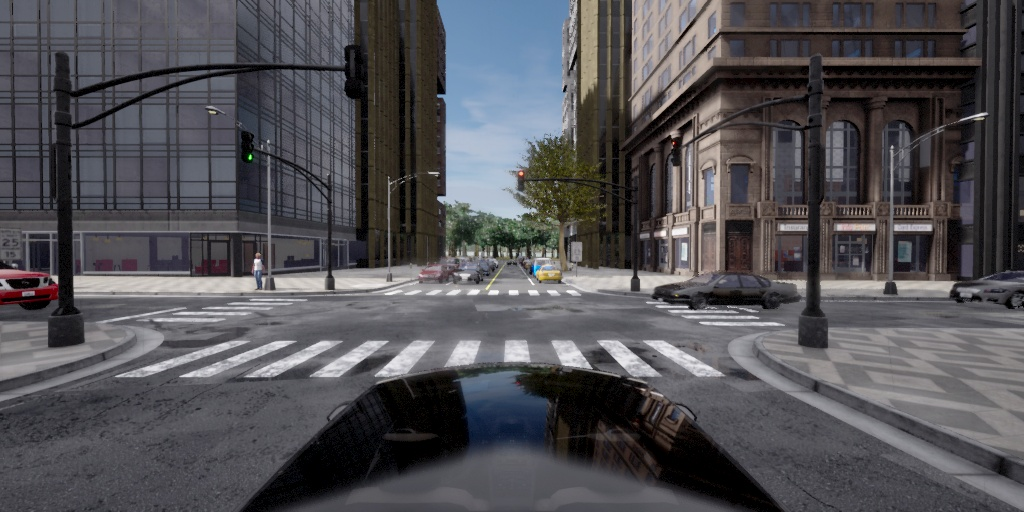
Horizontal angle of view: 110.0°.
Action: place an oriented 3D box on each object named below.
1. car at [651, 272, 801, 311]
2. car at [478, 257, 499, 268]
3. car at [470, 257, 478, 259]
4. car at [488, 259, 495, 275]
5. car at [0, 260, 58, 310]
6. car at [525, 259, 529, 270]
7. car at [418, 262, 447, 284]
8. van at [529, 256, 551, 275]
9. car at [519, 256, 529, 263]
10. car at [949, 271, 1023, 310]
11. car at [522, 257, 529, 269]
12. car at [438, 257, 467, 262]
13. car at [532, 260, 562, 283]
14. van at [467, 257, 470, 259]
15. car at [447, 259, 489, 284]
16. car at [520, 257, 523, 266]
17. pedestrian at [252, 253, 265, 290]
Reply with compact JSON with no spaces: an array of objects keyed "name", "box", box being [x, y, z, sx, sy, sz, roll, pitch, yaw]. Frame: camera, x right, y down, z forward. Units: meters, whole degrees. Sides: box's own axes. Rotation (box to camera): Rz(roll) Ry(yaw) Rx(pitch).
[{"name":"car","box":[8.526,1.353,14.410,5.357,1.411,2.033,0,1,-6]},{"name":"car","box":[-3.138,1.182,46.441,2.128,1.511,4.902,0,0,0]},{"name":"car","box":[-5.812,1.010,44.036,2.192,1.841,5.009,0,0,0]},{"name":"car","box":[-3.133,1.260,36.329,2.033,1.411,5.357,0,0,0]},{"name":"car","box":[-18.386,0.841,11.560,5.566,2.045,2.150,1,1,0]},{"name":"car","box":[2.720,1.274,38.374,1.948,1.339,4.313,0,0,0]},{"name":"car","box":[-5.792,1.310,26.996,1.802,1.307,4.207,0,0,0]},{"name":"van","box":[2.727,1.060,32.694,1.690,1.789,3.998,0,0,0]},{"name":"car","box":[2.694,1.201,61.091,2.007,1.370,4.403,0,0,0]},{"name":"car","box":[21.306,1.377,14.888,4.902,1.511,2.128,0,1,0]},{"name":"car","box":[2.707,1.207,49.903,1.751,1.417,4.829,0,0,0]},{"name":"car","box":[-5.799,1.033,32.676,2.192,1.841,5.009,0,0,0]},{"name":"car","box":[2.733,1.253,27.184,1.751,1.417,4.829,0,0,0]},{"name":"van","box":[-5.805,1.049,38.356,1.690,1.789,3.998,0,0,0]},{"name":"car","box":[-3.134,1.220,26.507,2.128,1.511,4.902,0,0,1]},{"name":"car","box":[2.701,1.211,55.412,1.888,1.381,4.507,0,0,0]},{"name":"pedestrian","box":[-12.541,0.740,17.816,0.375,1.860,0.375,0,0,0]}]
